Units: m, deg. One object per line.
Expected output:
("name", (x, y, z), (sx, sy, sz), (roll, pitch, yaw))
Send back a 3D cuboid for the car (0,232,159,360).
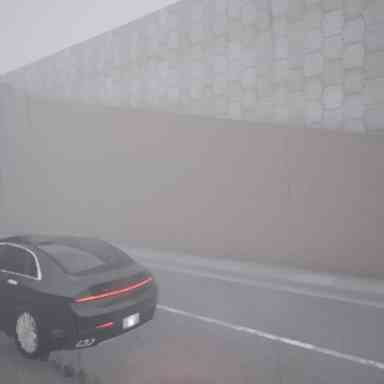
("car", (-2.804, 1.499, 5.978), (4.892, 1.490, 1.837), (1, 0, 36))
